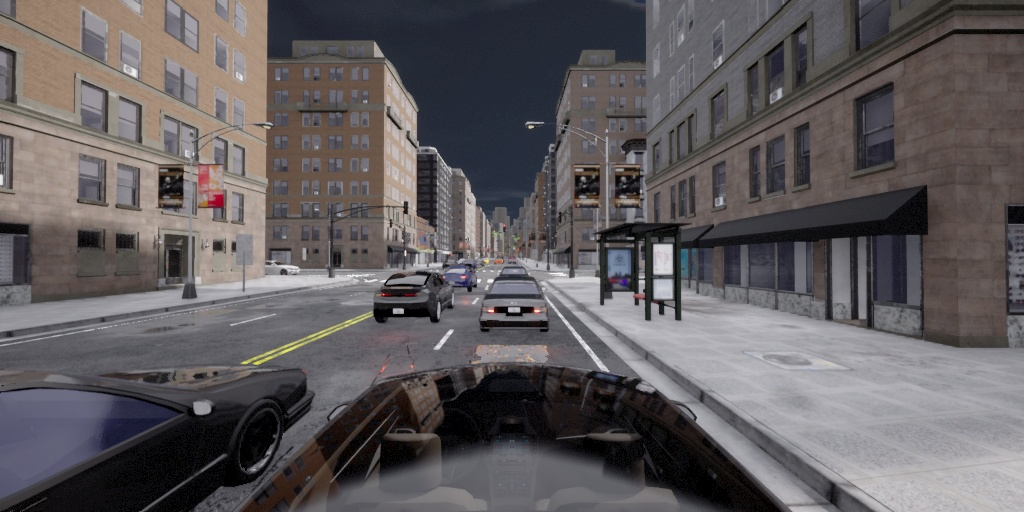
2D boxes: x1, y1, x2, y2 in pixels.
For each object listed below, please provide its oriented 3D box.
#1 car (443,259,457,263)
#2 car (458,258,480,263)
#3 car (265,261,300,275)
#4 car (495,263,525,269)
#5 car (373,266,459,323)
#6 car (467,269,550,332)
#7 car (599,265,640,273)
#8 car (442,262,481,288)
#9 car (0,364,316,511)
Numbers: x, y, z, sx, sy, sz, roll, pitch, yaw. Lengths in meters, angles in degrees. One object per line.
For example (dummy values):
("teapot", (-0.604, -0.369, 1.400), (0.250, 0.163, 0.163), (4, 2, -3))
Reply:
("car", (-9.766, 1.277, 56.933), (1.837, 1.490, 4.892), (0, 0, 3))
("car", (-6.553, 1.125, 55.241), (2.097, 1.767, 4.553), (0, 0, 0))
("car", (-22.600, 1.158, 33.889), (4.674, 1.442, 1.812), (0, -1, -1))
("car", (0.104, 1.305, 20.897), (2.033, 1.411, 5.357), (0, 0, 0))
("car", (-3.131, 1.259, 12.181), (1.837, 1.490, 4.892), (0, 0, -1))
("car", (0.087, 1.301, 10.840), (2.033, 1.411, 5.357), (0, 0, 1))
("car", (13.159, 1.375, 43.931), (4.902, 1.511, 2.128), (0, -1, 0))
("car", (-3.139, 1.284, 21.220), (1.812, 1.442, 4.674), (0, 0, 0))
("car", (-3.151, 1.297, 1.558), (2.033, 1.411, 5.357), (0, 0, 0))
